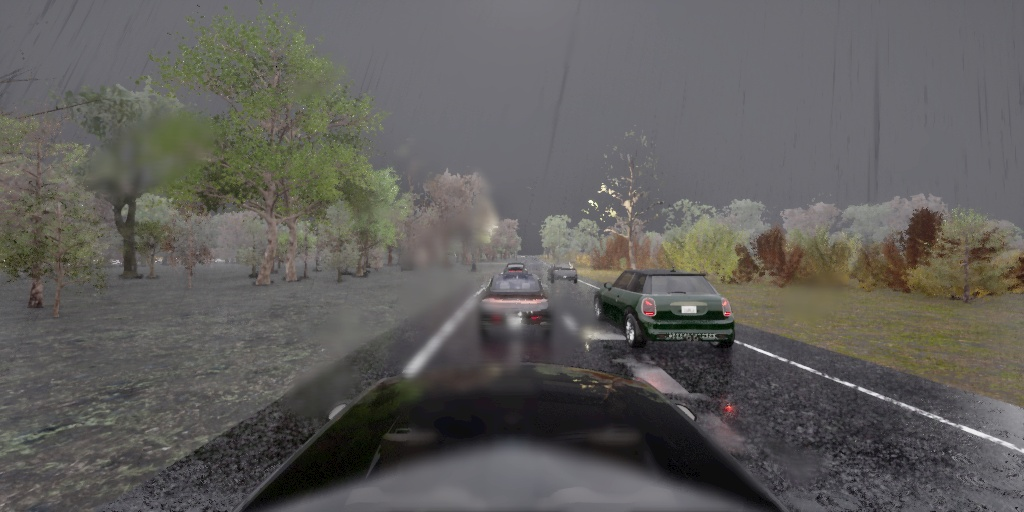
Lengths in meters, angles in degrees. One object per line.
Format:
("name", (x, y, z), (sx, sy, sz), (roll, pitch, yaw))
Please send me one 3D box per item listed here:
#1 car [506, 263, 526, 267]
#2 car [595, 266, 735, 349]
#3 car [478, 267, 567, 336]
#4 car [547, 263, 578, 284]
("car", (0.304, 1.259, 27.608), (1.837, 1.490, 4.892), (0, 0, 1))
("car", (3.598, 1.103, 9.359), (2.097, 1.767, 4.553), (0, 0, 1))
("car", (0.101, 1.243, 10.395), (2.128, 1.511, 4.902), (0, 0, 0))
("car", (3.800, 1.245, 27.336), (2.128, 1.511, 4.902), (0, 0, 1))
